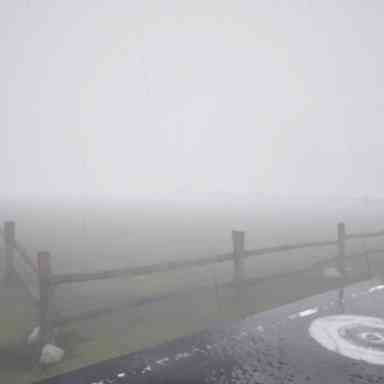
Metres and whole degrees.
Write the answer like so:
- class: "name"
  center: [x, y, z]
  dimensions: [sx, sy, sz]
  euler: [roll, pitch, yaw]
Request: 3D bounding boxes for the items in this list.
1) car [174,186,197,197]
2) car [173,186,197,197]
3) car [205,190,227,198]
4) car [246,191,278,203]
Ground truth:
- class: "car"
  center: [-0.935, 0.233, 62.650]
  dimensions: [1.882, 1.535, 5.008]
  euler: [1, 1, -35]
- class: "car"
  center: [-1.575, -0.130, 68.359]
  dimensions: [2.150, 2.045, 5.566]
  euler: [1, 1, -35]
- class: "car"
  center: [4.237, 0.359, 60.140]
  dimensions: [2.128, 1.511, 4.902]
  euler: [1, 1, -34]
- class: "car"
  center: [9.863, 0.636, 47.081]
  dimensions: [1.882, 1.535, 5.008]
  euler: [1, 1, -35]
